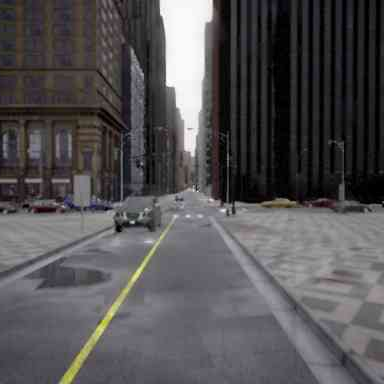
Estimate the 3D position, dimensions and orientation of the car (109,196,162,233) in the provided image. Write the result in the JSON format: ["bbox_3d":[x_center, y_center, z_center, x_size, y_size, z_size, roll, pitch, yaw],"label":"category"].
[{"bbox_3d":[-3.071,1.237,20.016,2.150,2.045,5.566,0,0,0],"label":"car"}]

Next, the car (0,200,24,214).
[{"bbox_3d":[-21.005,1.708,35.992,4.403,1.369,2.008,0,1,0],"label":"car"}]

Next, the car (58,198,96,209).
[{"bbox_3d":[-15.335,1.566,44.536,4.403,1.369,2.008,0,1,0],"label":"car"}]

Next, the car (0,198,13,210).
[{"bbox_3d":[-26.842,1.586,44.496,4.829,1.417,1.752,0,1,0],"label":"car"}]

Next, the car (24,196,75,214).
[{"bbox_3d":[-15.336,1.577,36.010,4.097,1.590,1.967,0,1,0],"label":"car"}]

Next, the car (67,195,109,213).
[{"bbox_3d":[-12.002,1.409,38.785,5.566,2.045,2.150,2,1,0],"label":"car"}]

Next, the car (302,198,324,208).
[{"bbox_3d":[17.056,1.468,44.646,4.507,1.381,1.887,0,1,0],"label":"car"}]

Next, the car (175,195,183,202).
[{"bbox_3d":[-3.007,1.530,78.393,1.882,1.535,5.008,0,0,0],"label":"car"}]

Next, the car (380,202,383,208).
[{"bbox_3d":[27.656,1.469,44.682,4.313,1.339,1.947,0,1,0],"label":"car"}]

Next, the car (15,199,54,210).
[{"bbox_3d":[-21.005,1.601,44.516,4.313,1.339,1.947,0,1,0],"label":"car"}]

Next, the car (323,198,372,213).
[{"bbox_3d":[17.156,1.595,36.122,4.403,1.369,2.008,0,1,0],"label":"car"}]

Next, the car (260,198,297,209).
[{"bbox_3d":[11.586,1.461,44.627,4.829,1.417,1.752,0,1,0],"label":"car"}]
